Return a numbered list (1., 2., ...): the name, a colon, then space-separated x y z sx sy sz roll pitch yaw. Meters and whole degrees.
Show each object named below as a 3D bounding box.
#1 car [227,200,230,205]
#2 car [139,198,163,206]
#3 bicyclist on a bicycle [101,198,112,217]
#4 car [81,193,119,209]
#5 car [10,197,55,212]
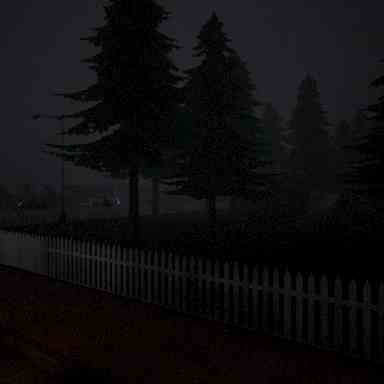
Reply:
1. car: 4.672 1.478 51.986 1.882 1.535 5.008 0 0 34
2. car: -6.790 1.491 54.083 2.128 1.511 4.902 0 0 35
3. bicyclist on a bicycle: -7.164 1.302 27.826 1.656 1.620 0.582 0 0 34
4. car: -12.526 1.221 45.694 2.150 2.045 5.566 0 0 34
5. car: -18.020 1.352 37.618 2.097 1.767 4.553 0 0 34
